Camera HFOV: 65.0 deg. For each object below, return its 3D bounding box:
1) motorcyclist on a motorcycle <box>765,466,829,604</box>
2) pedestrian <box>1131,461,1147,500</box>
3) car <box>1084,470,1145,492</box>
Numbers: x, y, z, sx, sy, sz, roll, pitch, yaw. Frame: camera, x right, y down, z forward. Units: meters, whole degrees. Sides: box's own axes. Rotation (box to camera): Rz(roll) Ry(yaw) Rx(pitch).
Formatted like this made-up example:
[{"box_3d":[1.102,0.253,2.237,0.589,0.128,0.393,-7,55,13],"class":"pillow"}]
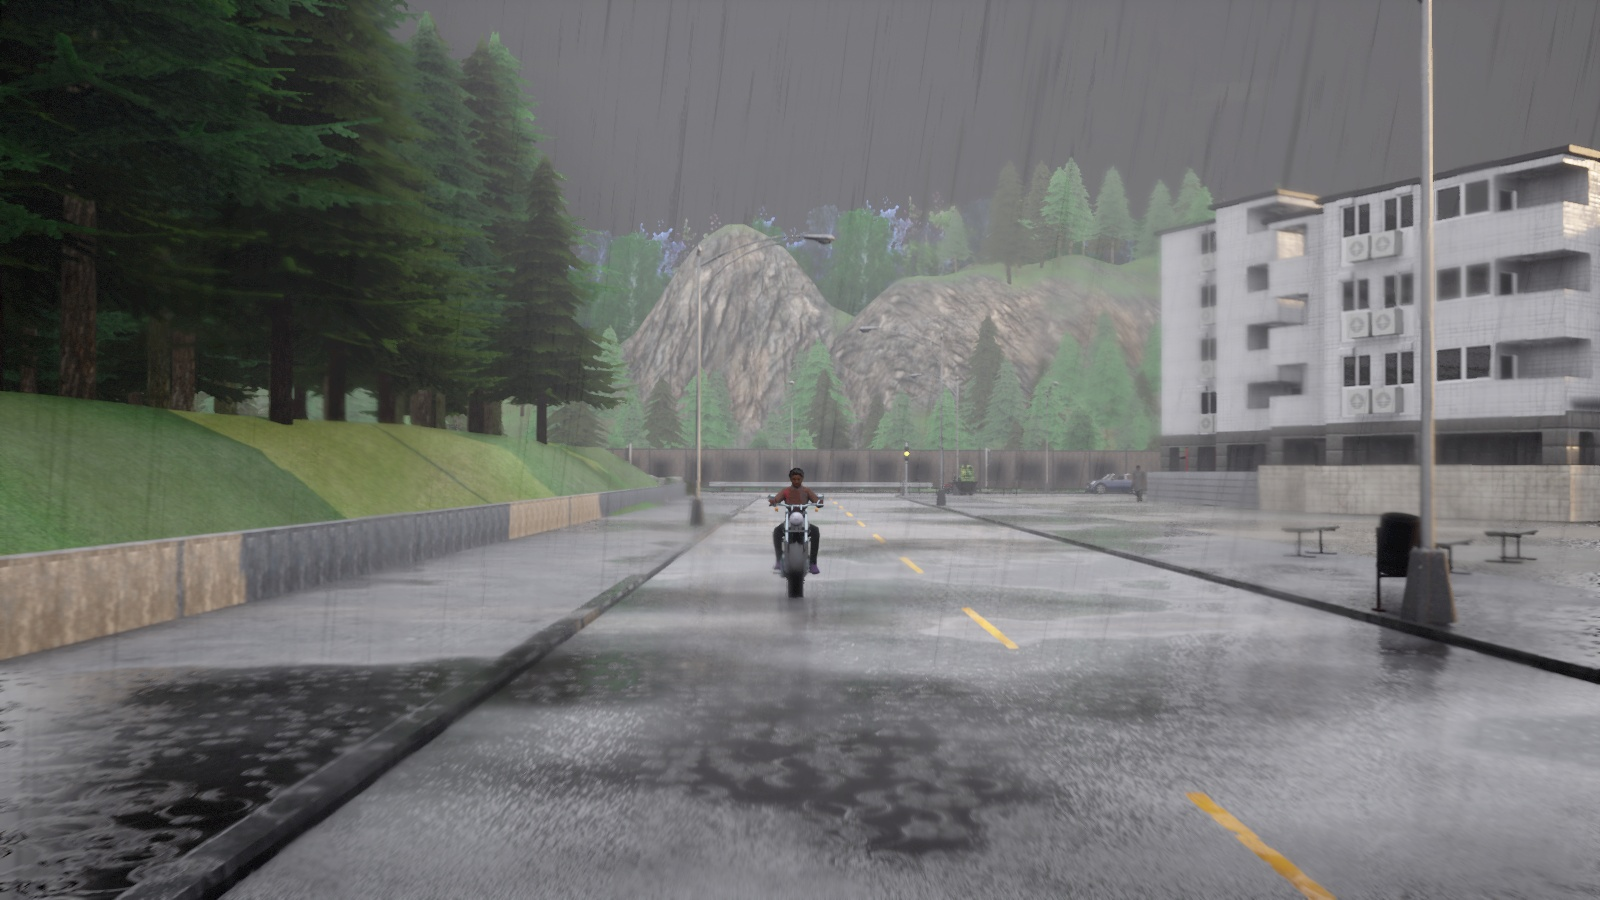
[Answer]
[{"box_3d":[-0.038,1.037,16.231,0.766,1.649,2.350,0,-1,0],"class":"motorcyclist on a motorcycle"},{"box_3d":[16.955,1.508,62.828,0.659,1.952,0.873,0,-1,9],"class":"pedestrian"},{"box_3d":[22.166,2.177,88.717,3.806,1.475,1.970,0,-1,0],"class":"car"}]
